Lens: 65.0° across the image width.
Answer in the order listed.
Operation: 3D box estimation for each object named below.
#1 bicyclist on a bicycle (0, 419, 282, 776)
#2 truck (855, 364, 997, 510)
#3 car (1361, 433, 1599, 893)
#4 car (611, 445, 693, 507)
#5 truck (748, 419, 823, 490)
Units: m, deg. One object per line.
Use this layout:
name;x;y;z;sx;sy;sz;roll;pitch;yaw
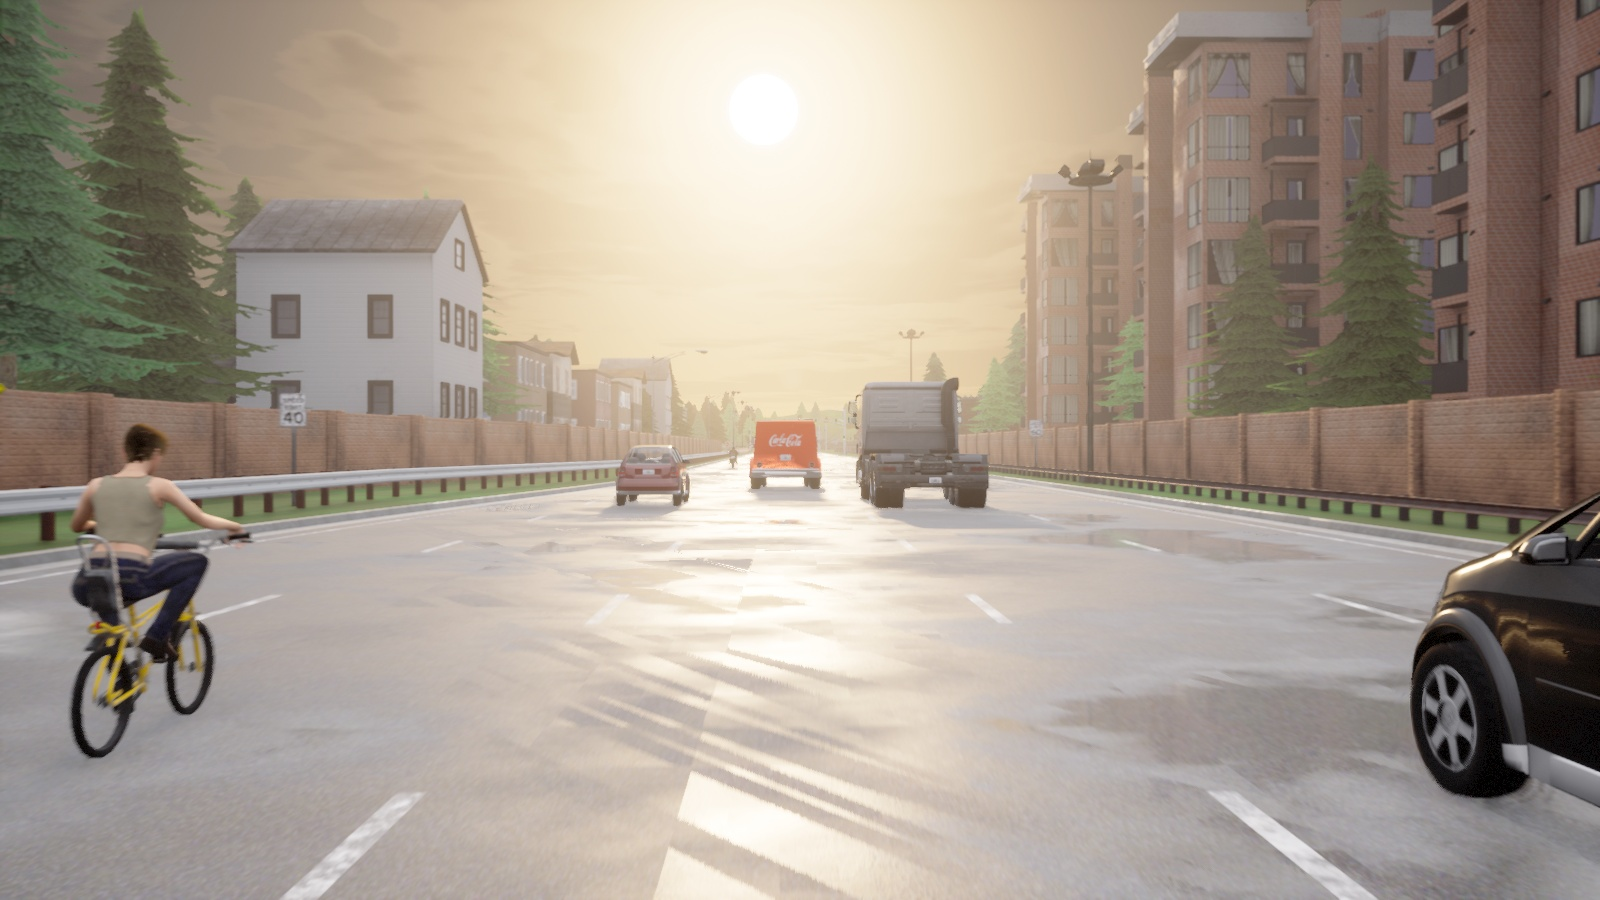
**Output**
bicyclist on a bicycle;-3.372;0.665;6.429;0.866;1.612;1.509;0;0;-3
truck;3.148;-0.316;33.650;2.891;3.462;7.936;0;0;-1
car;3.589;0.718;4.126;1.789;1.549;3.705;0;0;-1
car;-3.848;0.640;33.266;1.789;1.549;3.705;0;0;-1
truck;-0.545;0.145;46.489;2.627;2.467;5.204;0;0;-1
